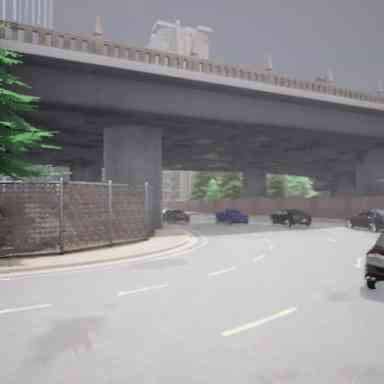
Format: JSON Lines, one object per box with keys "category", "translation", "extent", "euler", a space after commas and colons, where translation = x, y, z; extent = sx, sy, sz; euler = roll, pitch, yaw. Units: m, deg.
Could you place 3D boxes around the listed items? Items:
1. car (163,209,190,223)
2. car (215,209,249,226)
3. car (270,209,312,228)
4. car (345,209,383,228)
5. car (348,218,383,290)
{"category": "car", "translation": [-1.785, 2.679, 37.444], "extent": [1.837, 1.490, 4.892], "euler": [0, -2, -24]}
{"category": "car", "translation": [3.810, 2.394, 32.363], "extent": [1.882, 1.535, 5.008], "euler": [0, -2, -17]}
{"category": "car", "translation": [8.488, 2.207, 29.002], "extent": [1.882, 1.535, 5.008], "euler": [0, -2, -11]}
{"category": "car", "translation": [12.829, 1.992, 23.605], "extent": [1.837, 1.490, 4.892], "euler": [0, -2, -5]}
{"category": "car", "translation": [5.967, 1.661, 8.870], "extent": [2.128, 1.511, 4.902], "euler": [-2, -2, 39]}
